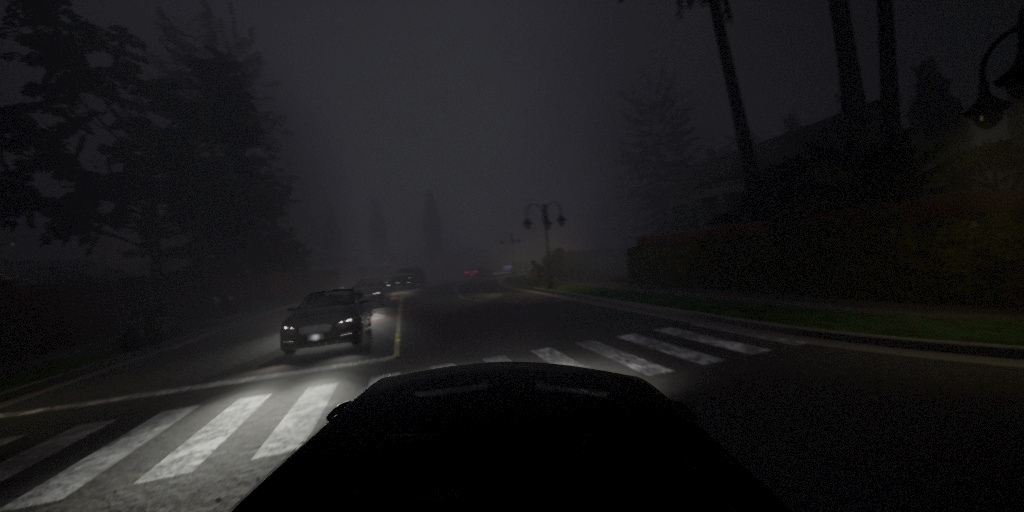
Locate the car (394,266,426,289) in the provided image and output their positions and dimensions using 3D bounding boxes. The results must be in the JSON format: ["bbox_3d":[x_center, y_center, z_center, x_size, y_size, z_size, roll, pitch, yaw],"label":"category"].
[{"bbox_3d":[-9.902,2.019,34.236,2.150,2.045,5.566,-5,-1,3],"label":"car"}]

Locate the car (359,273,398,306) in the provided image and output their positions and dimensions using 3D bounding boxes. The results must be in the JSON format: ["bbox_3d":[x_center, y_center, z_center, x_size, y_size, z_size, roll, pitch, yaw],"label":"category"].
[{"bbox_3d":[-8.164,2.050,20.716,2.128,1.511,4.902,-5,0,-13],"label":"car"}]

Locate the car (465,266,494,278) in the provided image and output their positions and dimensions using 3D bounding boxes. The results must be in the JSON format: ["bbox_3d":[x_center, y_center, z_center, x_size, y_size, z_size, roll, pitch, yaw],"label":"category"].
[{"bbox_3d":[-4.093,1.967,45.972,1.895,1.301,4.718,-5,0,23],"label":"car"}]

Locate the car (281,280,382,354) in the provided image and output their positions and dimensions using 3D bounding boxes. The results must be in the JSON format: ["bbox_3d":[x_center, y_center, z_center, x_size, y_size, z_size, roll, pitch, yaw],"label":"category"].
[{"bbox_3d":[-5.401,1.750,10.907,2.128,1.511,4.902,-5,0,-17],"label":"car"}]

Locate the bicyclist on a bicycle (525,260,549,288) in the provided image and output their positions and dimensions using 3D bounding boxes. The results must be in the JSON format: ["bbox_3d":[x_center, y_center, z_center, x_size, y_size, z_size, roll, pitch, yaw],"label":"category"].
[{"bbox_3d":[1.473,1.063,21.250,1.656,1.620,0.582,-7,0,-17],"label":"bicyclist on a bicycle"}]

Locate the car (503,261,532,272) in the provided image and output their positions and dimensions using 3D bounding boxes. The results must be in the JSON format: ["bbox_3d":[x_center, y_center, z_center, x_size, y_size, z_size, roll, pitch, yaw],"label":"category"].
[{"bbox_3d":[0.858,1.555,55.066,2.033,1.411,5.357,-6,-1,38],"label":"car"}]
